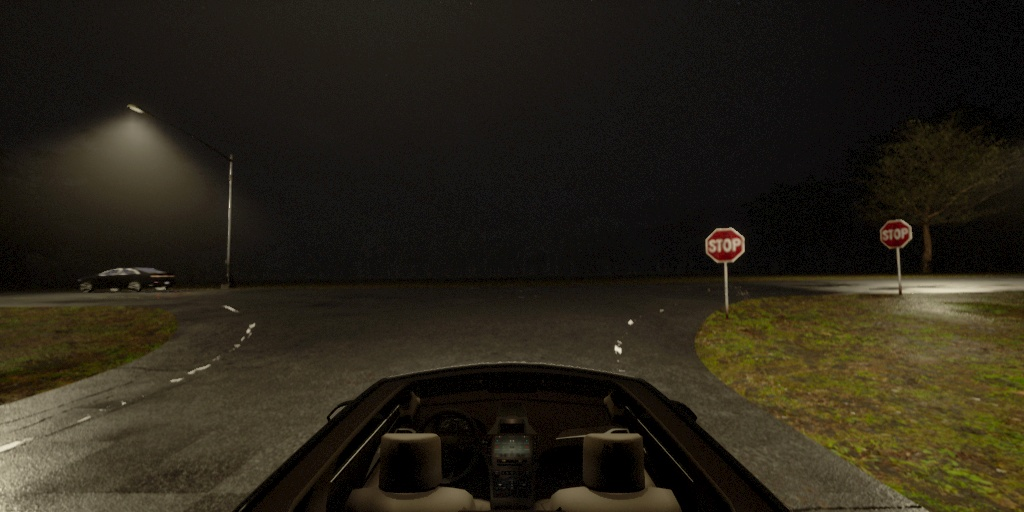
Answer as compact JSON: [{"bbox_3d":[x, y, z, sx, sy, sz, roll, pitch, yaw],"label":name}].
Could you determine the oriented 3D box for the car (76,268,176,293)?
[{"bbox_3d":[-23.436,1.457,21.862,4.902,1.511,2.128,-1,-3,0],"label":"car"}]
